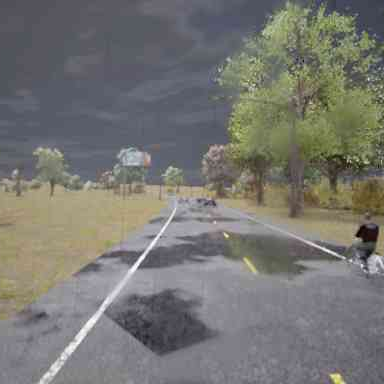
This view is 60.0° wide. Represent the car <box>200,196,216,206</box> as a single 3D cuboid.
[{"bbox_3d":[2.809,1.545,53.806,1.812,1.442,4.674,0,0,-2],"label":"car"}]

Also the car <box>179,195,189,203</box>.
[{"bbox_3d":[-1.622,1.489,70.717,2.128,1.511,4.902,0,0,-3],"label":"car"}]

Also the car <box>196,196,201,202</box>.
[{"bbox_3d":[1.827,1.587,71.678,1.895,1.301,4.718,0,0,-4],"label":"car"}]

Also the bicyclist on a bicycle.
[{"bbox_3d":[4.504,1.415,8.746,0.659,1.776,1.843,1,0,0],"label":"bicyclist on a bicycle"}]
